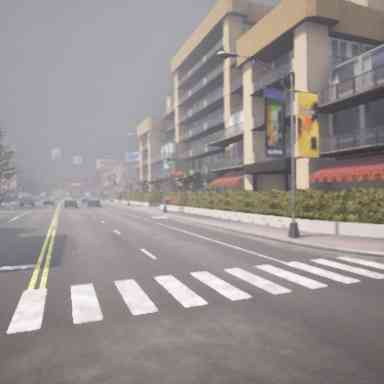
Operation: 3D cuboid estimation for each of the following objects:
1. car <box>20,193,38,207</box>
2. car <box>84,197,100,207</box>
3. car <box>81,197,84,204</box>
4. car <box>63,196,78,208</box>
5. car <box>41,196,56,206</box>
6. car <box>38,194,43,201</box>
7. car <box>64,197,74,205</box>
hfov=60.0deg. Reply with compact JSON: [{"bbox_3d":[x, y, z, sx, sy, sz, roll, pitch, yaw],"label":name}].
[{"bbox_3d":[-29.739,1.616,60.349,2.150,2.045,5.566,-1,0,-21],"label":"car"},{"bbox_3d":[-16.209,1.674,54.708,1.882,1.535,5.008,-1,0,-21],"label":"car"},{"bbox_3d":[-22.468,1.777,70.640,1.837,1.490,4.892,-1,0,-21],"label":"car"},{"bbox_3d":[-19.004,1.746,52.211,1.837,1.490,4.892,-1,1,-21],"label":"car"},{"bbox_3d":[-26.475,1.941,61.628,1.895,1.301,4.718,-1,0,-21],"label":"car"},{"bbox_3d":[-35.775,1.675,75.878,1.882,1.535,5.008,-1,0,-21],"label":"car"},{"bbox_3d":[-25.679,1.803,69.243,1.882,1.535,5.008,-1,0,-21],"label":"car"}]
